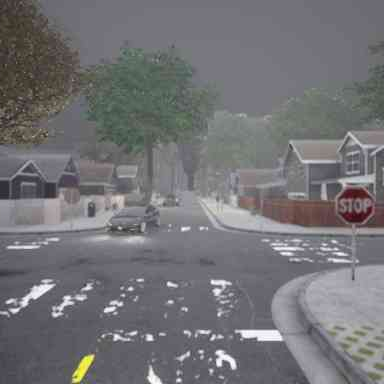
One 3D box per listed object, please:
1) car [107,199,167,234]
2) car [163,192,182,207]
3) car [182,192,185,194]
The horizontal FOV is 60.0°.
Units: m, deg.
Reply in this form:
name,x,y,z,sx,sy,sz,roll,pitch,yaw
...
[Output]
name,x,y,z,sx,sy,sz,roll,pitch,yaw
car,-3.088,1.447,18.739,1.837,1.490,4.892,0,2,11
car,-2.795,1.084,45.530,2.097,1.767,4.553,0,0,0
car,-2.809,1.038,60.361,1.994,1.385,4.181,0,0,0
